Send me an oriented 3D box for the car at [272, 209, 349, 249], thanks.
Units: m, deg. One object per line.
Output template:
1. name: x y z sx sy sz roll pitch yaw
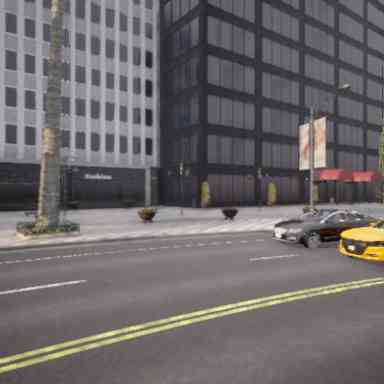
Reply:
1. car: 5.807 1.476 14.201 4.902 1.511 2.128 0 0 -19

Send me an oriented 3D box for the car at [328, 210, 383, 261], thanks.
1. car: 7.351 1.469 11.114 5.008 1.535 1.882 0 0 -17
